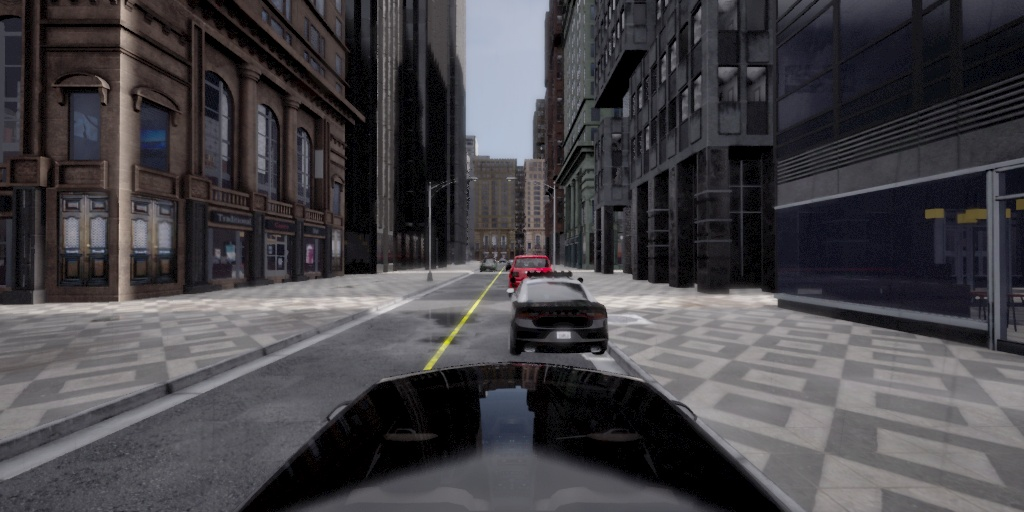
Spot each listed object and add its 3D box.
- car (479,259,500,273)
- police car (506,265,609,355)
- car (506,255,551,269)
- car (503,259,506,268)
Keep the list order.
[{"bbox_3d":[-2.949,1.156,45.683,2.097,1.767,4.553,0,0,0],"label":"car"},{"bbox_3d":[0.906,1.178,8.844,1.930,1.638,5.238,0,0,0],"label":"police car"},{"bbox_3d":[0.919,0.984,18.765,2.150,2.045,5.566,0,0,0],"label":"car"},{"bbox_3d":[0.103,1.412,48.548,1.895,1.301,4.718,0,0,1],"label":"car"}]
